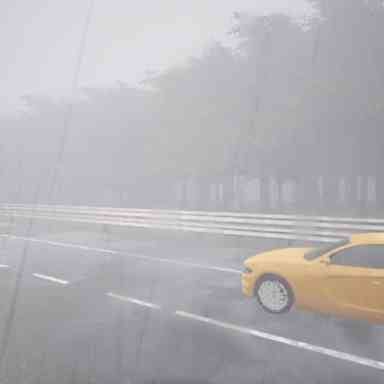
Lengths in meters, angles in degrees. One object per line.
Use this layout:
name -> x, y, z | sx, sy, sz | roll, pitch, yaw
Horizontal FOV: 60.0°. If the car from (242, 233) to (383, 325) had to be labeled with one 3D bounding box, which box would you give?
car -> 3.329, 1.479, 5.945 | 5.008, 1.535, 1.882 | 0, 0, 34
